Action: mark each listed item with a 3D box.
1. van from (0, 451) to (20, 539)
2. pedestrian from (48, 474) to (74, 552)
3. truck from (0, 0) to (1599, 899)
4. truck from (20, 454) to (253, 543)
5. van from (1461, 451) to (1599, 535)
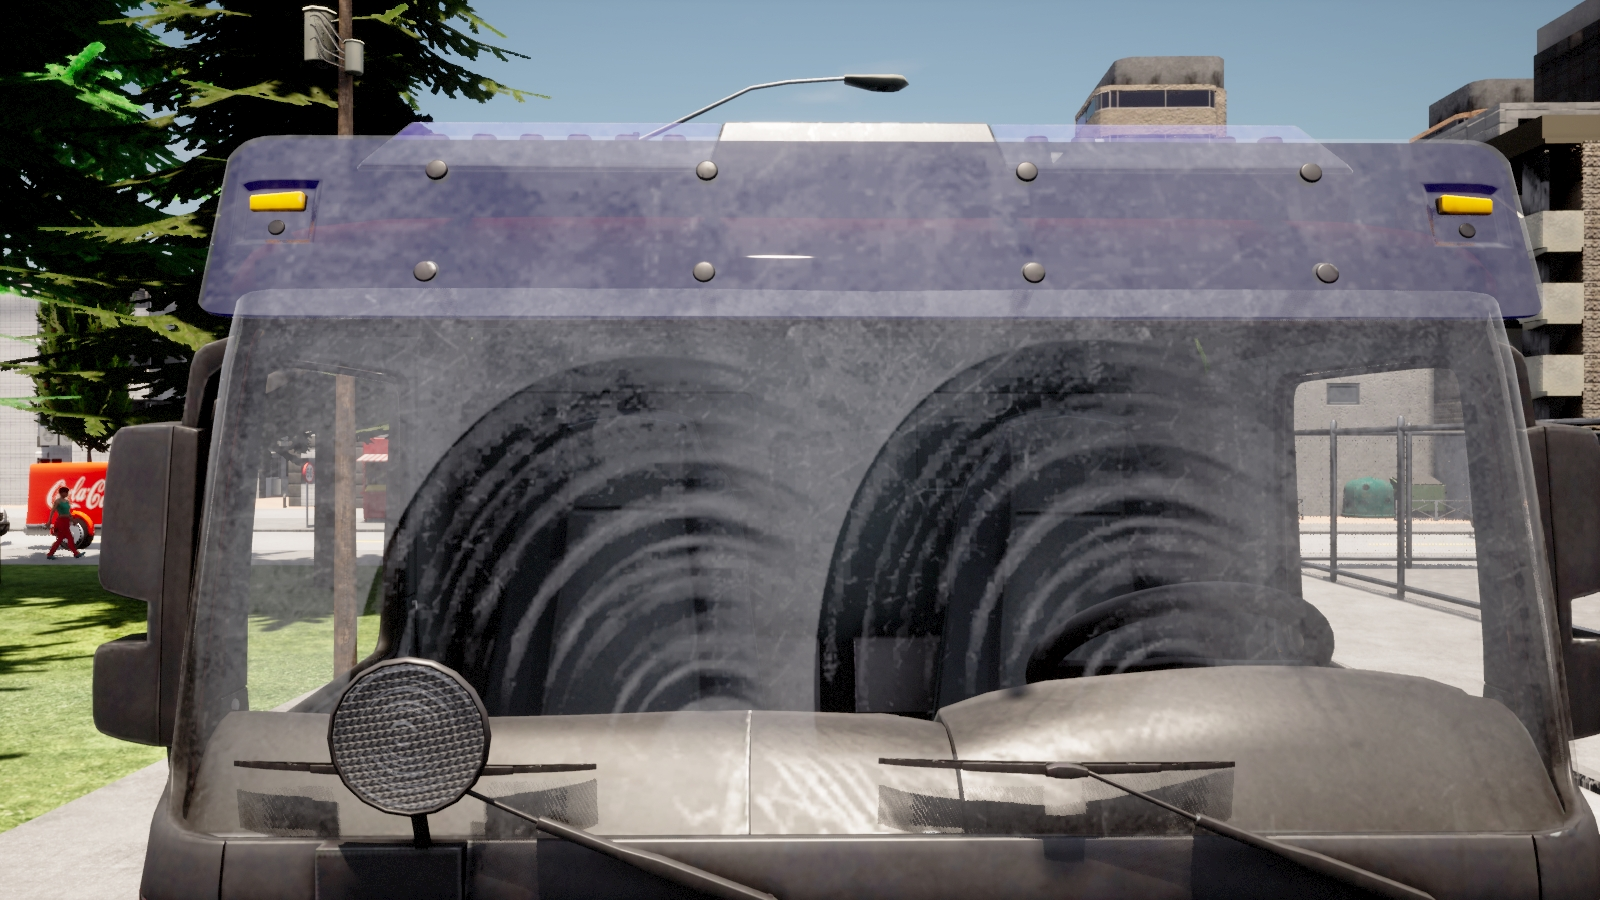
[{"bbox_3d":[-26.239,1.314,33.169,5.915,2.561,1.988,0,0,2],"label":"van"},{"bbox_3d":[-17.884,1.523,27.641,0.375,1.860,0.375,0,0,2],"label":"pedestrian"},{"bbox_3d":[0.092,0.670,5.580,2.891,3.827,8.468,0,0,-1],"label":"truck"},{"bbox_3d":[-19.012,1.348,32.943,5.204,2.467,2.627,0,0,1],"label":"truck"},{"bbox_3d":[24.242,1.314,35.747,5.915,2.561,1.988,0,0,1],"label":"van"}]
